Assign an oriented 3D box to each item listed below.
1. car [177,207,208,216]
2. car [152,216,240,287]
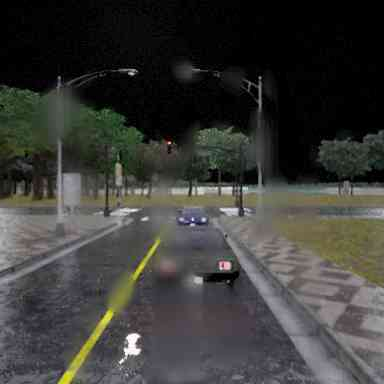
[{"bbox_3d":[0.073,1.550,20.700,1.895,1.301,4.718,0,0,1],"label":"car"},{"bbox_3d":[0.082,1.578,9.245,1.895,1.301,4.718,0,0,0],"label":"car"}]
